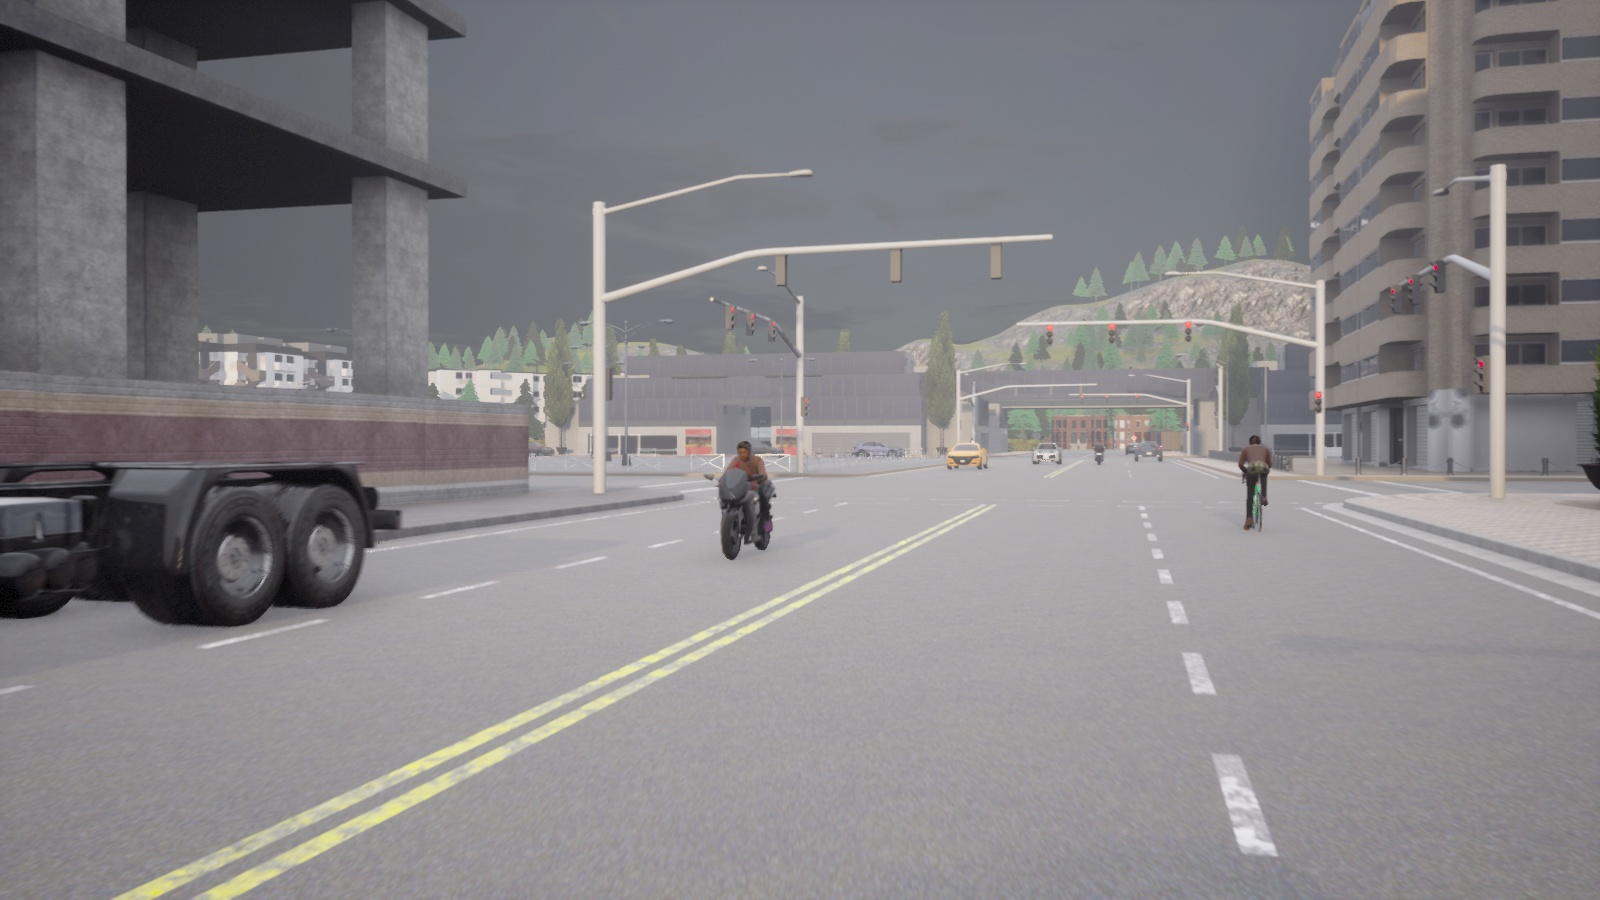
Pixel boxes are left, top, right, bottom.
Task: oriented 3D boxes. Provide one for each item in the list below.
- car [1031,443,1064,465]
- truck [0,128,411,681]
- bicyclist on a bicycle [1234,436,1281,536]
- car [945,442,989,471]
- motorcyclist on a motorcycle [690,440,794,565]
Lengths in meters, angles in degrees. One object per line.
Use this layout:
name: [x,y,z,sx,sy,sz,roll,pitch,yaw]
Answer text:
car: [16.904,0.243,85.654,1.970,1.475,3.806,0,0,14]
truck: [-6.230,-0.291,8.924,2.891,3.462,7.936,0,0,14]
bicyclist on a bicycle: [7.755,0.585,21.310,0.582,1.620,1.656,0,0,14]
car: [9.433,0.335,70.487,1.882,1.535,5.008,0,0,14]
motorcyclist on a motorcycle: [-0.719,0.636,16.396,0.797,1.523,2.044,0,0,14]
